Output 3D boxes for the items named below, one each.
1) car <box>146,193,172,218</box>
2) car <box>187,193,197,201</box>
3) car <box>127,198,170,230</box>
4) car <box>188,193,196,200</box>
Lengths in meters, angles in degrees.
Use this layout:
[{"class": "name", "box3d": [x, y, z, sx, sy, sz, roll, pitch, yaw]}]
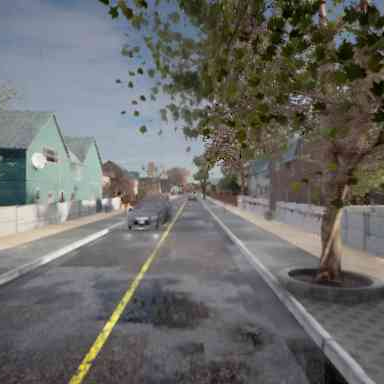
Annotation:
[{"class": "car", "box3d": [-2.749, 1.144, 26.407, 2.150, 2.045, 5.566, 0, 0, 0]}, {"class": "car", "box3d": [0.012, 1.314, 72.619, 1.994, 1.385, 4.181, 0, 0, 0]}, {"class": "car", "box3d": [-2.747, 1.382, 20.672, 2.128, 1.511, 4.902, 0, 0, 0]}, {"class": "car", "box3d": [0.014, 1.094, 82.585, 1.812, 1.442, 4.674, 0, 0, 0]}]
